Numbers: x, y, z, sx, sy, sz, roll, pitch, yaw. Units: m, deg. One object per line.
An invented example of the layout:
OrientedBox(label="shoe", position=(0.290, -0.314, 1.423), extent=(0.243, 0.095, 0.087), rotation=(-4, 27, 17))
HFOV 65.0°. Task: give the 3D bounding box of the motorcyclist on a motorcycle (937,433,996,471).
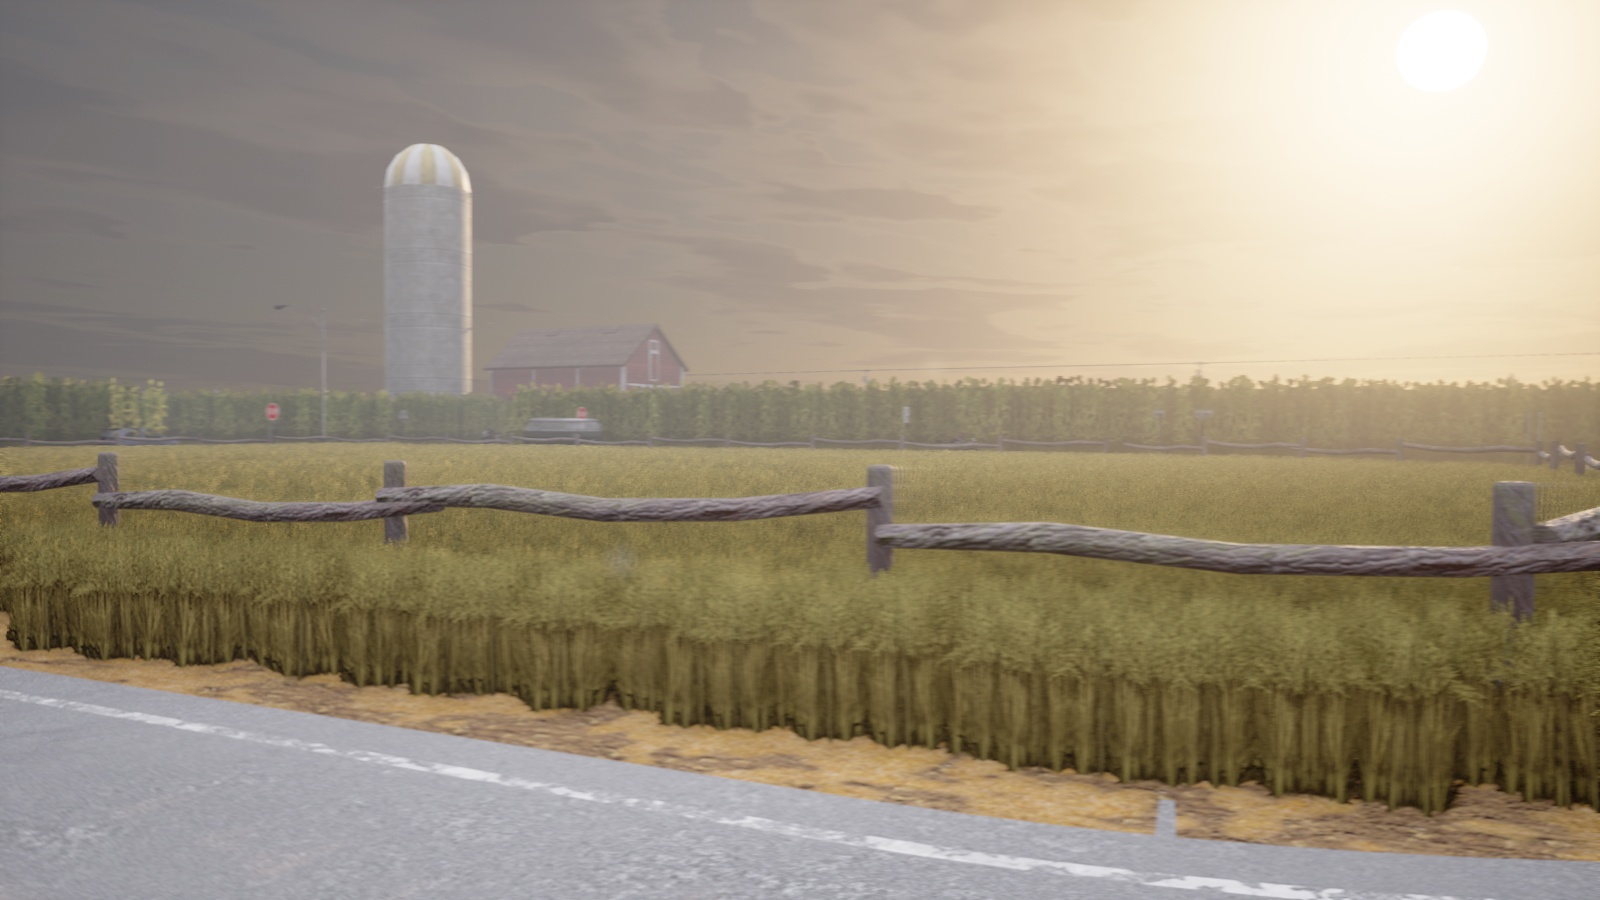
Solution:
OrientedBox(label="motorcyclist on a motorcycle", position=(6.824, 0.074, 51.418), extent=(2.191, 1.530, 0.866), rotation=(1, 1, 29))

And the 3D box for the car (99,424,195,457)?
OrientedBox(label="car", position=(-30.868, -0.490, 59.445), extent=(1.845, 1.501, 3.633), rotation=(1, 1, 29))

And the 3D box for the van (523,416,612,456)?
OrientedBox(label="van", position=(-12.132, -0.766, 65.409), extent=(4.442, 1.987, 1.775), rotation=(1, 1, 29))
